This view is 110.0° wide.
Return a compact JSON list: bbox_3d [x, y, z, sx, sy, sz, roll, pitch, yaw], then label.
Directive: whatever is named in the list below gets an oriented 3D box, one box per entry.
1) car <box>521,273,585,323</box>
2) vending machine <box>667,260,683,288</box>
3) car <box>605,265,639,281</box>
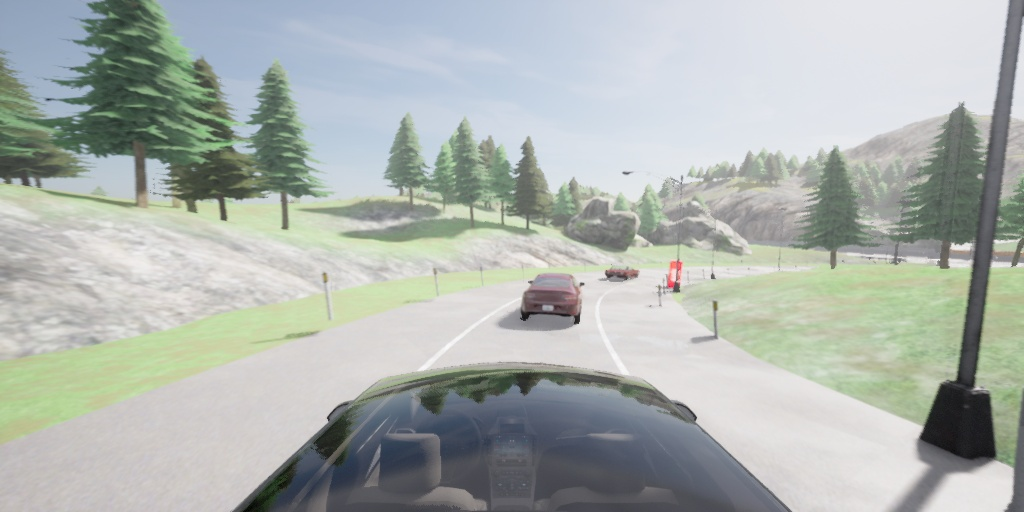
[{"bbox_3d":[1.478,1.291,12.266,1.812,1.442,4.674,1,0,12],"label":"car"},{"bbox_3d":[12.133,1.320,27.006,1.100,2.100,0.880,0,0,31],"label":"vending machine"},{"bbox_3d":[10.099,1.474,32.551,1.895,1.301,4.718,4,2,34],"label":"car"}]
